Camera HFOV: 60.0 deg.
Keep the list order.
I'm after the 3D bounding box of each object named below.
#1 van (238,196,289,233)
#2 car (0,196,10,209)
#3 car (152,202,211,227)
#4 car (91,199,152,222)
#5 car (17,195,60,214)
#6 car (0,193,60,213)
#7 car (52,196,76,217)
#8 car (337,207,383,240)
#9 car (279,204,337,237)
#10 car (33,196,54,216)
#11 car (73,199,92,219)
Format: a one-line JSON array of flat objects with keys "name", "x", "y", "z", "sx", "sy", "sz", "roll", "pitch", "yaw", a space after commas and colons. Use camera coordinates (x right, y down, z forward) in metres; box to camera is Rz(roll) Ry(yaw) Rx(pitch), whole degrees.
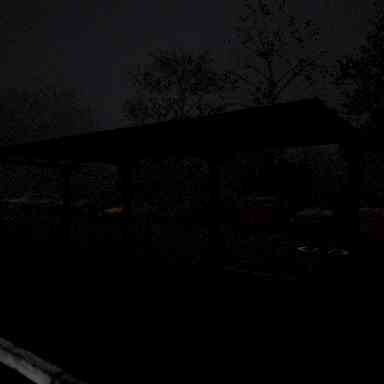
[{"name": "van", "x": 4.453, "y": 1.246, "z": 19.653, "sx": 1.878, "sy": 1.987, "sz": 4.442, "roll": 0, "pitch": 0, "yaw": 35}, {"name": "car", "x": -25.084, "y": 1.308, "z": 40.377, "sx": 2.163, "sy": 1.488, "sz": 4.792, "roll": 1, "pitch": 0, "yaw": 35}, {"name": "car", "x": -0.163, "y": 1.473, "z": 22.741, "sx": 2.163, "sy": 1.488, "sz": 4.792, "roll": 0, "pitch": 0, "yaw": 35}, {"name": "car", "x": -4.785, "y": 1.413, "z": 25.820, "sx": 1.946, "sy": 1.575, "sz": 5.366, "roll": 0, "pitch": 0, "yaw": 35}, {"name": "car", "x": -13.737, "y": 1.360, "z": 32.389, "sx": 2.097, "sy": 1.535, "sz": 5.008, "roll": 0, "pitch": 0, "yaw": 35}, {"name": "car", "x": -16.021, "y": 1.095, "z": 33.964, "sx": 2.435, "sy": 2.045, "sz": 5.566, "roll": 0, "pitch": 0, "yaw": 35}, {"name": "car", "x": -9.204, "y": 1.389, "z": 29.183, "sx": 2.231, "sy": 1.521, "sz": 4.892, "roll": 0, "pitch": 0, "yaw": 35}, {"name": "car", "x": 8.914, "y": 1.500, "z": 16.347, "sx": 2.097, "sy": 1.535, "sz": 5.008, "roll": 0, "pitch": 0, "yaw": 35}, {"name": "car", "x": 6.648, "y": 1.526, "z": 17.953, "sx": 2.002, "sy": 1.452, "sz": 4.674, "roll": 0, "pitch": 0, "yaw": 35}, {"name": "car", "x": -11.471, "y": 1.374, "z": 30.786, "sx": 2.097, "sy": 1.535, "sz": 5.008, "roll": 0, "pitch": 0, "yaw": 35}, {"name": "car", "x": -6.926, "y": 1.432, "z": 27.599, "sx": 2.163, "sy": 1.488, "sz": 4.792, "roll": 0, "pitch": 0, "yaw": 35}]
